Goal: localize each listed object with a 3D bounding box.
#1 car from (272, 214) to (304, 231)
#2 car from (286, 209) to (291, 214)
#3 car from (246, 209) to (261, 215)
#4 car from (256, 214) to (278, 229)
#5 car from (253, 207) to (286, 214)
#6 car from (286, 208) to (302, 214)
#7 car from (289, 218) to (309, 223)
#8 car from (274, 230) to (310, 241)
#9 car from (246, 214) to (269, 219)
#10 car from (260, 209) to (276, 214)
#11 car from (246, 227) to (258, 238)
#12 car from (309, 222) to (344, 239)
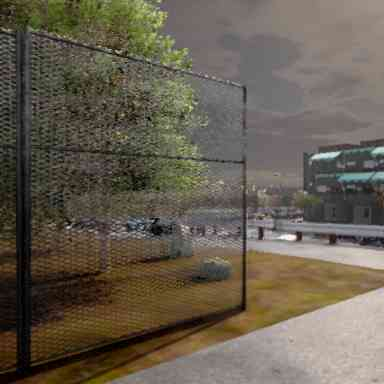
[{"bbox_3d":[13.209,4.387,45.566,2.185,1.767,4.553,0,0,36],"label":"car"},{"bbox_3d":[19.718,5.330,76.189,4.674,1.452,2.002,1,0,36],"label":"car"},{"bbox_3d":[8.272,4.261,52.952,2.435,2.045,5.566,0,0,36],"label":"car"},{"bbox_3d":[11.550,4.514,48.006,2.231,1.521,4.892,0,0,36],"label":"car"},{"bbox_3d":[17.258,4.971,74.481,5.566,2.045,2.435,1,0,36],"label":"car"},{"bbox_3d":[22.220,5.353,77.889,5.008,1.535,2.097,1,0,36],"label":"car"},{"bbox_3d":[14.727,4.510,42.928,1.946,1.575,5.366,0,0,36],"label":"car"},{"bbox_3d":[6.760,4.440,24.579,2.435,2.045,5.566,0,1,36],"label":"car"},{"bbox_3d":[9.904,4.552,50.464,2.002,1.452,4.674,0,0,36],"label":"car"},{"bbox_3d":[14.880,5.148,72.682,5.366,1.575,1.946,2,0,36],"label":"car"},{"bbox_3d":[3.439,4.438,29.657,2.435,2.045,5.566,-1,1,36],"label":"car"},{"bbox_3d":[16.470,4.515,40.625,2.231,1.521,4.892,0,0,36],"label":"car"}]
